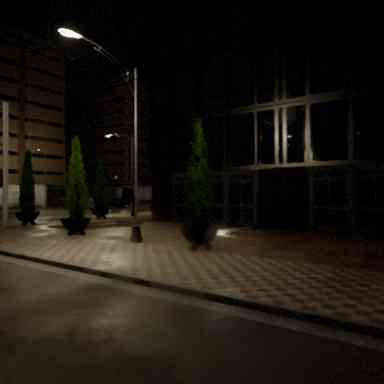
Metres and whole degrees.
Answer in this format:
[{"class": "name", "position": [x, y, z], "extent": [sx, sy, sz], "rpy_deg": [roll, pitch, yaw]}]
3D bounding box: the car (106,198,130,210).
[{"class": "car", "position": [-10.961, 1.681, 47.120], "extent": [1.837, 1.490, 4.892], "rpy_deg": [0, 0, 35]}]
